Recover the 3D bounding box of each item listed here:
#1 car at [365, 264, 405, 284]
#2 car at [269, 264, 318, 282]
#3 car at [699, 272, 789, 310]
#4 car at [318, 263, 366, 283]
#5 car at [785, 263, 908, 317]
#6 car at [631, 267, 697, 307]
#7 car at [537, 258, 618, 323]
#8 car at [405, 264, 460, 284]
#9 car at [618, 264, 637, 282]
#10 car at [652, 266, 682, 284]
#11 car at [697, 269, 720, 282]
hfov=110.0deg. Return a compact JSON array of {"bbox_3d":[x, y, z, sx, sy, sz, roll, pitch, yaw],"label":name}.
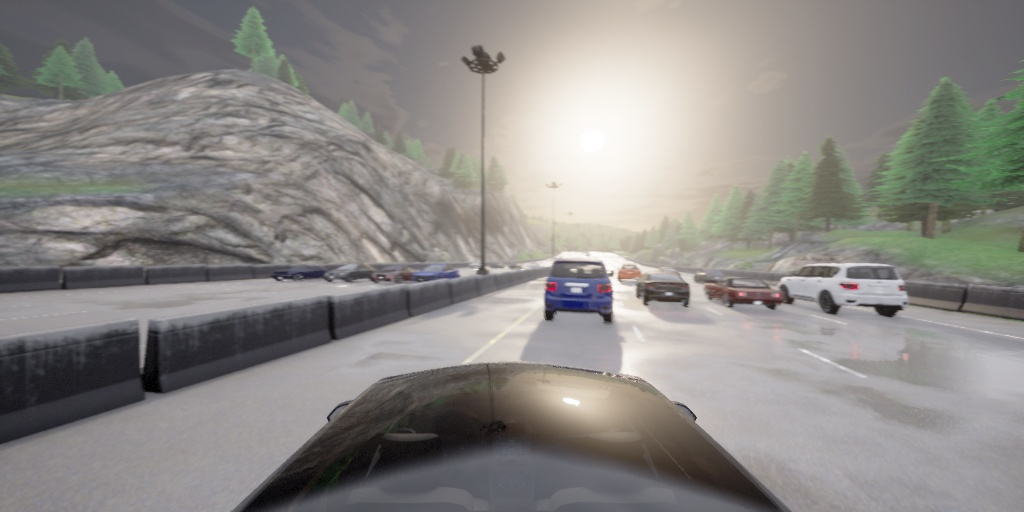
[{"bbox_3d":[-8.740,1.359,27.086,1.994,1.385,4.181,1,0,13],"label":"car"},{"bbox_3d":[-15.850,1.275,27.447,1.895,1.301,4.718,1,0,13],"label":"car"},{"bbox_3d":[10.616,1.651,16.864,1.895,1.301,4.718,1,0,13],"label":"car"},{"bbox_3d":[-12.206,1.264,27.588,1.812,1.442,4.674,1,0,13],"label":"car"},{"bbox_3d":[13.911,1.319,15.562,2.150,2.045,5.566,1,0,13],"label":"car"},{"bbox_3d":[7.133,1.471,17.346,1.882,1.535,5.008,1,-1,13],"label":"car"},{"bbox_3d":[2.516,1.105,13.059,2.150,2.045,5.566,1,0,14],"label":"car"},{"bbox_3d":[-5.406,1.321,25.976,1.882,1.535,5.008,1,0,13],"label":"car"},{"bbox_3d":[11.267,1.552,34.767,2.097,1.767,4.553,1,0,13],"label":"car"},{"bbox_3d":[14.740,1.781,34.289,1.812,1.442,4.674,1,0,13],"label":"car"},{"bbox_3d":[17.899,1.860,32.423,1.994,1.385,4.181,1,0,14],"label":"car"}]
